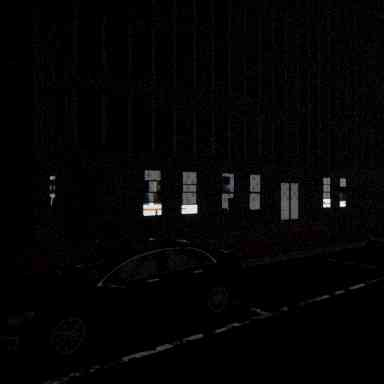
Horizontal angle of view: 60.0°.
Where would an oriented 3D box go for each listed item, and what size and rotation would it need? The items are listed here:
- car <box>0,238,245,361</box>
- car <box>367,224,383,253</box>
[{"bbox_3d":[-1.019,1.551,5.835,4.403,1.369,2.008,0,0,-36],"label":"car"},{"bbox_3d":[8.246,1.581,12.451,4.206,1.307,1.802,0,0,-36],"label":"car"}]
